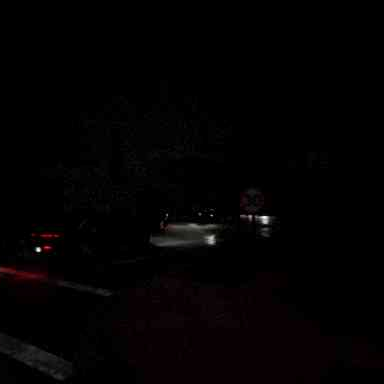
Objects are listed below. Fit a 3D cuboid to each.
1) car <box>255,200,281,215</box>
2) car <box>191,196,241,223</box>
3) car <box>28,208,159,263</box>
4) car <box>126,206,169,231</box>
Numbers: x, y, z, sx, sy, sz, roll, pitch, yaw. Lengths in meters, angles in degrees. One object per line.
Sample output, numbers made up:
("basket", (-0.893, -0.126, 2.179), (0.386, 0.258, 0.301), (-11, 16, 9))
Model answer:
("car", (8.087, 1.678, 36.130), (1.837, 1.490, 4.892), (0, 0, 36))
("car", (2.150, 1.351, 27.722), (2.150, 2.045, 5.566), (0, 0, 34))
("car", (-3.543, 1.546, 12.412), (1.837, 1.490, 4.892), (-2, -2, 31))
("car", (-3.293, 1.591, 19.343), (1.837, 1.490, 4.892), (0, 0, 32))
